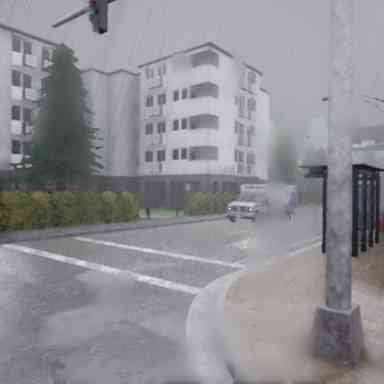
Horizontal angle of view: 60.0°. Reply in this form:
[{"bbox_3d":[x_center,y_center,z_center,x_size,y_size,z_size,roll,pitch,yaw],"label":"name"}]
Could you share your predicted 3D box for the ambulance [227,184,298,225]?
[{"bbox_3d":[4.733,0.730,21.920,2.351,2.431,6.366,1,1,39],"label":"ambulance"}]
